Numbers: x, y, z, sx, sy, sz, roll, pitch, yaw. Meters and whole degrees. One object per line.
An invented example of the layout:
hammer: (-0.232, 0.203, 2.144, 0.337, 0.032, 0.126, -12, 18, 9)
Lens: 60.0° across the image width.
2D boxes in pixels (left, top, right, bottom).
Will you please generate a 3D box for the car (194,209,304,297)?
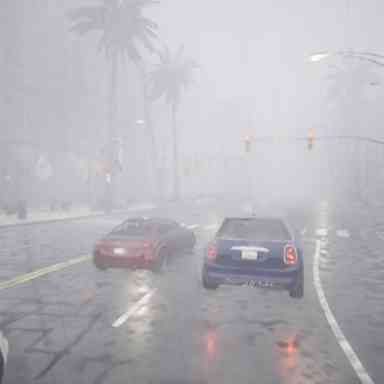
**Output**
car: (1.765, 1.252, 8.667, 2.097, 1.767, 4.553, 0, 1, 17)

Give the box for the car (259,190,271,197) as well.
car: (19.760, 0.316, 91.153, 2.185, 1.767, 4.553, 0, 1, 21)

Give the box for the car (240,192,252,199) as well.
car: (11.520, 0.705, 70.831, 2.161, 1.482, 4.786, 0, 1, 21)

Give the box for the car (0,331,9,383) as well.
car: (-3.049, 1.503, 1.784, 1.812, 1.442, 4.674, 0, 1, 3)

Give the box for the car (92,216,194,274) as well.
car: (-1.261, 1.443, 10.348, 1.994, 1.385, 4.181, 0, 1, 17)
